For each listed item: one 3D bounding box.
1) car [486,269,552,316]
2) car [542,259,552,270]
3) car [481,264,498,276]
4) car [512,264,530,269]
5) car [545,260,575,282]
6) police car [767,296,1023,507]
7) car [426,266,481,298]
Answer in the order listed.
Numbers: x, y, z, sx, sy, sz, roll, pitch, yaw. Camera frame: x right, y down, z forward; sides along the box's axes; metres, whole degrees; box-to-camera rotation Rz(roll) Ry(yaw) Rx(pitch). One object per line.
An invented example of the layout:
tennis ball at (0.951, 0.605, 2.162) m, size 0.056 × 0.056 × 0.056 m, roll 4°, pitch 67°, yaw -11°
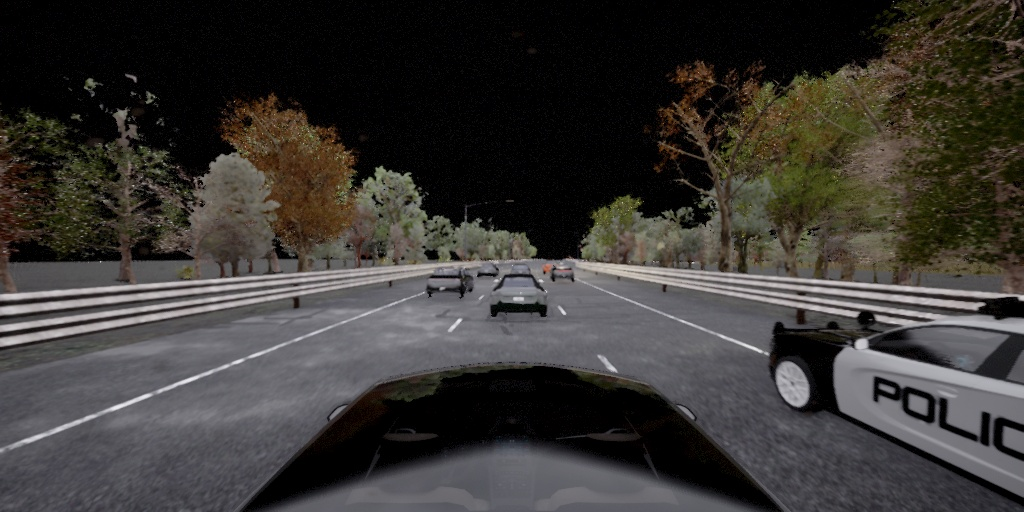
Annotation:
car at (0.252, 1.367, 13.585) m, size 1.994 × 1.385 × 4.181 m, roll 0°, pitch 0°, yaw 1°
car at (4.912, 1.315, 45.103) m, size 2.097 × 1.767 × 4.553 m, roll 0°, pitch 0°, yaw 4°
car at (-2.436, 1.480, 37.586) m, size 1.994 × 1.385 × 4.181 m, roll 0°, pitch 0°, yaw 3°
car at (0.795, 1.437, 31.861) m, size 2.033 × 1.411 × 5.357 m, roll 0°, pitch 0°, yaw 2°
car at (4.232, 1.380, 30.869) m, size 2.128 × 1.511 × 4.902 m, roll 0°, pitch 0°, yaw 3°
police car at (4.552, 1.185, 3.171) m, size 1.930 × 1.638 × 5.238 m, roll 0°, pitch 0°, yaw 0°
car at (-3.134, 1.316, 18.892) m, size 2.128 × 1.511 × 4.902 m, roll 0°, pitch 0°, yaw 1°
